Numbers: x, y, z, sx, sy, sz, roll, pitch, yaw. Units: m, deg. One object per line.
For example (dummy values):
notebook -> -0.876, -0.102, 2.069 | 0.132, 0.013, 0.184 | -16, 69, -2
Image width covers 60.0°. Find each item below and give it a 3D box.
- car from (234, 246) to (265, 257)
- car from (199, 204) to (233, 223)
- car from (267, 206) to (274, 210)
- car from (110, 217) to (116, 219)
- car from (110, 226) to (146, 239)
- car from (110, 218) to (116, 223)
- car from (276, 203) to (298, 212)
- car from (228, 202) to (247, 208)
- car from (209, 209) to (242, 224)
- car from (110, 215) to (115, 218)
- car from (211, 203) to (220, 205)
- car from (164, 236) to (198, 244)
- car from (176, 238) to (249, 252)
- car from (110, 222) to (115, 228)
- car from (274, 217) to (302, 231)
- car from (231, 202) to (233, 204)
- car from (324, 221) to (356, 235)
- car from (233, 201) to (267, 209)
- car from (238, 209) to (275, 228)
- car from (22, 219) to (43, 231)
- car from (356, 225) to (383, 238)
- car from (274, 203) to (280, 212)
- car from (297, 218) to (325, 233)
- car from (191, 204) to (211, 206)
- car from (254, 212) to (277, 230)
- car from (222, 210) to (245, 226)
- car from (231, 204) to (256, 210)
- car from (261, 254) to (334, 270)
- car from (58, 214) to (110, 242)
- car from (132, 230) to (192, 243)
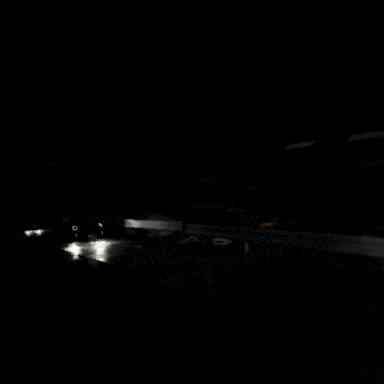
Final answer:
car -> 3.451, 4.319, 18.500 | 2.231, 1.521, 4.892 | -1, 2, 36
car -> 3.249, 3.405, 49.348 | 2.435, 2.045, 5.566 | -1, 1, 36
car -> 14.724, 3.855, 72.590 | 4.674, 1.452, 2.002 | 1, 1, 36
car -> -9.979, 4.295, 38.615 | 2.231, 1.521, 4.892 | -2, 2, 36
car -> -4.964, 4.179, 31.046 | 2.185, 1.767, 4.553 | -2, 2, 36
car -> -8.282, 4.169, 36.123 | 2.185, 1.767, 4.553 | -1, 2, 36
car -> 22.182, 3.626, 77.704 | 4.553, 1.767, 2.185 | 1, 1, 36
car -> 12.748, 3.625, 93.272 | 4.553, 1.767, 2.185 | -1, -1, 36
car -> 4.886, 3.700, 46.863 | 2.002, 1.452, 4.674 | -1, 1, 36
car -> -11.668, 4.040, 41.099 | 2.435, 2.045, 5.566 | -1, 2, 36
car -> 4.382, 3.824, 87.494 | 4.892, 1.521, 2.231 | -1, 0, 36
car -> 0.102, 4.340, 23.555 | 2.163, 1.488, 4.792 | -2, 2, 36
car -> 1.729, 4.066, 20.982 | 2.435, 2.045, 5.566 | -1, 2, 36
car -> -6.648, 4.176, 33.561 | 2.185, 1.767, 4.553 | -2, 2, 36
car -> 11.445, 3.673, 37.020 | 2.231, 1.521, 4.892 | 0, 1, 37
car -> 10.002, 3.804, 91.321 | 4.792, 1.488, 2.163 | -1, -1, 36
car -> 14.722, 3.678, 32.094 | 2.097, 1.535, 5.008 | 0, 1, 37
car -> 12.257, 3.577, 70.879 | 5.566, 2.045, 2.435 | 1, 1, 36
car -> 8.184, 3.540, 41.960 | 2.185, 1.767, 4.553 | 0, 1, 36
car -> -20.003, 4.047, 41.502 | 1.994, 1.385, 4.181 | -3, -2, -33
car -> 16.472, 3.674, 29.780 | 1.946, 1.575, 5.366 | -1, 1, 36
car -> 17.228, 3.796, 74.288 | 5.008, 1.535, 2.097 | 1, 1, 36
car -> 13.100, 3.704, 34.578 | 2.163, 1.488, 4.792 | -1, 1, 36
car -> 1.575, 3.847, 85.585 | 4.892, 1.521, 2.231 | -1, -1, 36
car -> 9.704, 3.670, 39.323 | 1.946, 1.575, 5.366 | 0, 1, 36
car -> 6.529, 3.664, 44.404 | 2.231, 1.521, 4.892 | 0, 1, 36
car -> 9.882, 3.835, 69.084 | 5.366, 1.575, 1.946 | 1, 1, 36
car -> 5.124, 4.069, 16.000 | 2.435, 2.045, 5.566 | -1, 2, 36
car -> -7.533, 2.290, 22.341 | 2.097, 1.767, 4.553 | -3, -3, -33
car -> -1.589, 4.057, 26.061 | 2.435, 2.045, 5.566 | -2, 2, 36
